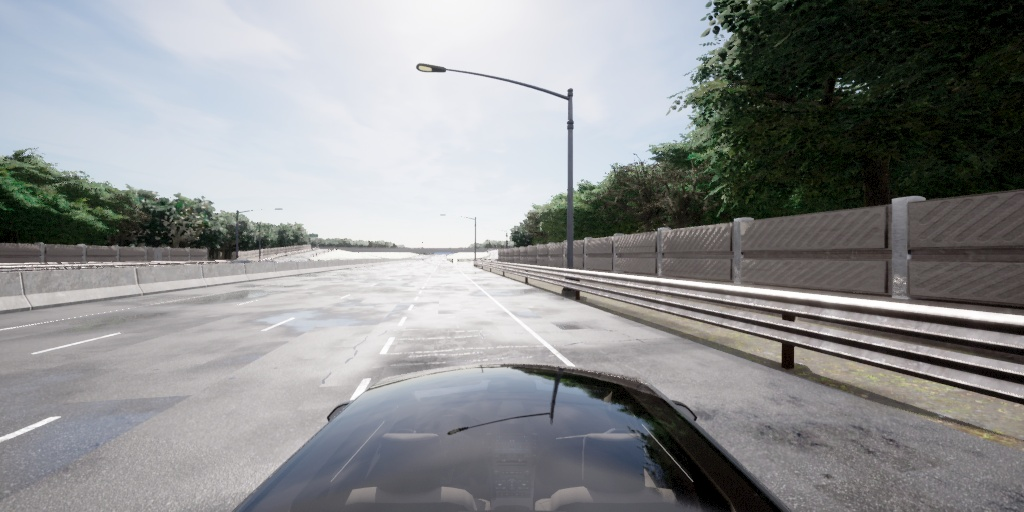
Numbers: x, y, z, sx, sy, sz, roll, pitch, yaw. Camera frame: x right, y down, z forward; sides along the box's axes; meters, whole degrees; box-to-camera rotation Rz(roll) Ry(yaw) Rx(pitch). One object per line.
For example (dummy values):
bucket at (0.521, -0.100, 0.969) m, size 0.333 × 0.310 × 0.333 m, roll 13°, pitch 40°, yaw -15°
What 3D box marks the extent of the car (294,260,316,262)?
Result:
car at (-31.613, 1.298, 56.136) m, size 2.128 × 1.511 × 4.902 m, roll 0°, pitch 0°, yaw -10°
